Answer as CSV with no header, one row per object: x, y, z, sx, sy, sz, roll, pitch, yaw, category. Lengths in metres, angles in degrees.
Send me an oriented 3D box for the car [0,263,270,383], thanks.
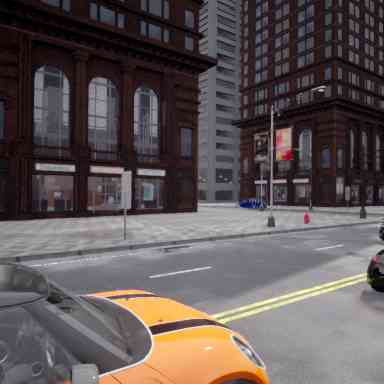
-1.512,1.352,2.360,4.553,1.767,2.097,0,0,-36,car

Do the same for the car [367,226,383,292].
5.916,1.576,7.681,4.181,1.385,1.994,0,0,-35,car

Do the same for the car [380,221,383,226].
10.561,1.389,15.239,4.553,1.767,2.097,0,0,-36,car

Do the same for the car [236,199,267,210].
8.490,1.745,47.841,1.882,1.535,5.008,1,-1,-35,car
